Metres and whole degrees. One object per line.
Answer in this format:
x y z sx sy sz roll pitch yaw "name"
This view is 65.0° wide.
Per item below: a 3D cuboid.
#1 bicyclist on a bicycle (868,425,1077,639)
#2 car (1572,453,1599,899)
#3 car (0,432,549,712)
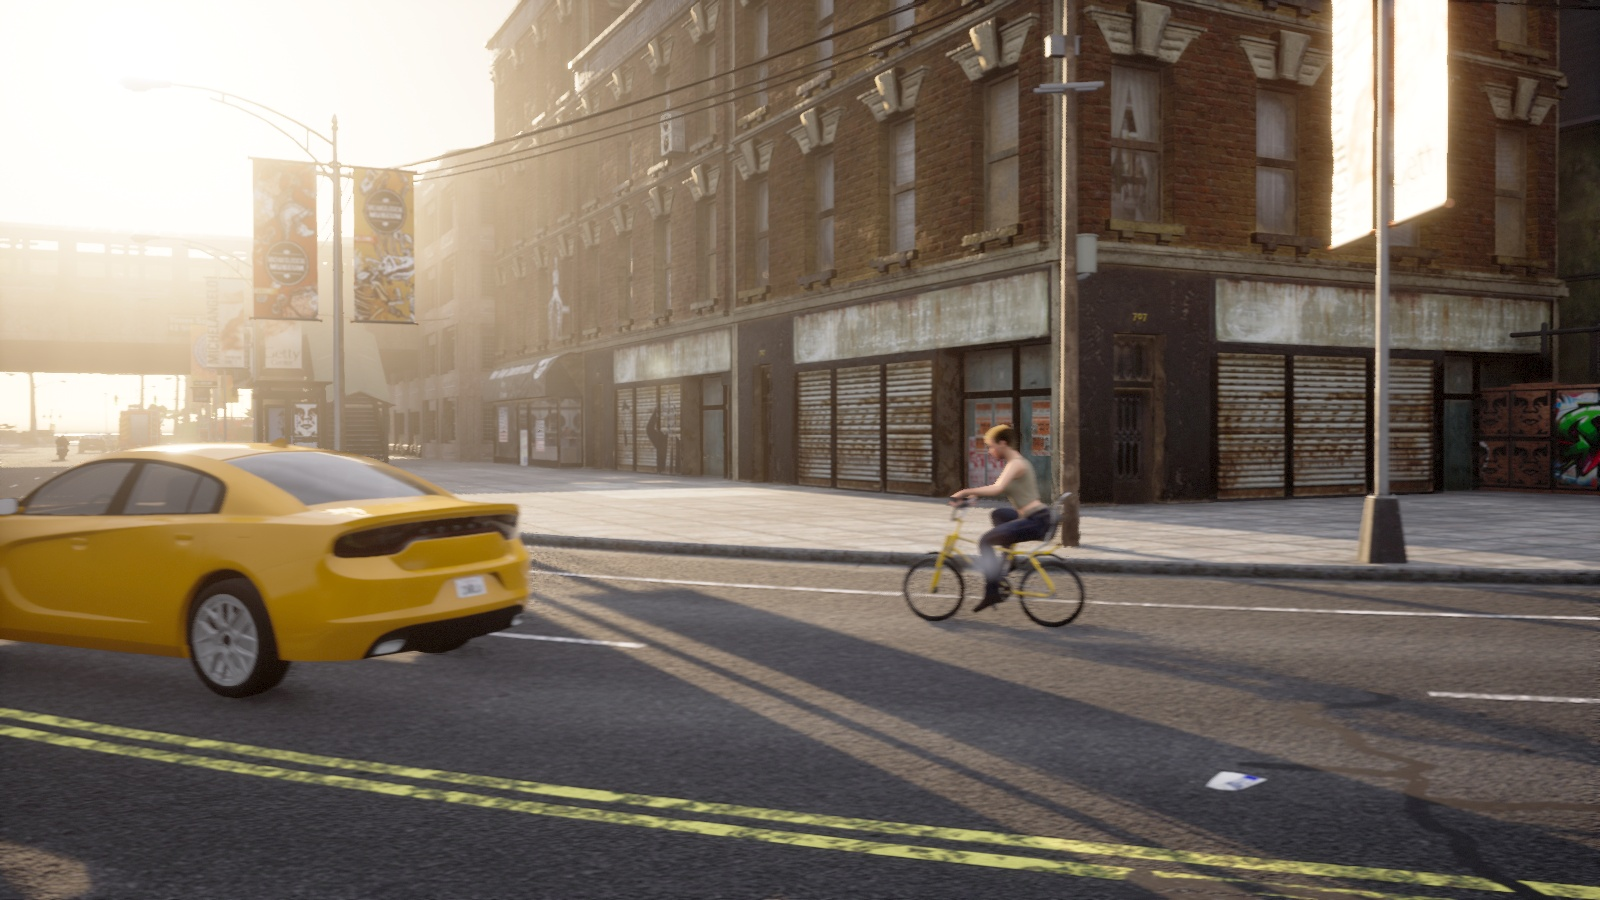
1.407 0.615 10.148 1.509 1.612 0.866 1 0 20 "bicyclist on a bicycle"
3.774 0.776 2.108 3.806 1.475 1.970 0 1 15 "car"
-4.384 0.652 8.928 5.008 1.535 1.882 1 1 27 "car"
